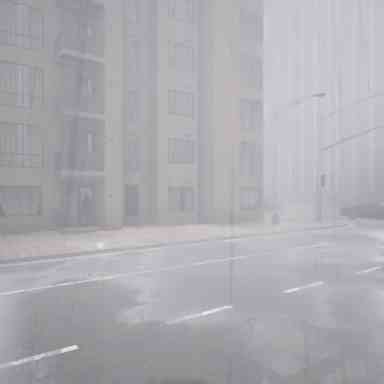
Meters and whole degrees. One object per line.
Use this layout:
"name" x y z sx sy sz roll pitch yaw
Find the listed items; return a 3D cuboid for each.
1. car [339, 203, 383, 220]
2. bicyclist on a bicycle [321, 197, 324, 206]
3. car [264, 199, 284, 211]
"car" 14.331 1.547 26.009 2.033 1.411 5.357 0 0 -34
"bicyclist on a bicycle" 18.319 1.301 47.564 1.656 1.620 0.582 0 0 -34
"car" 8.874 1.526 40.187 1.812 1.442 4.674 0 0 -35
